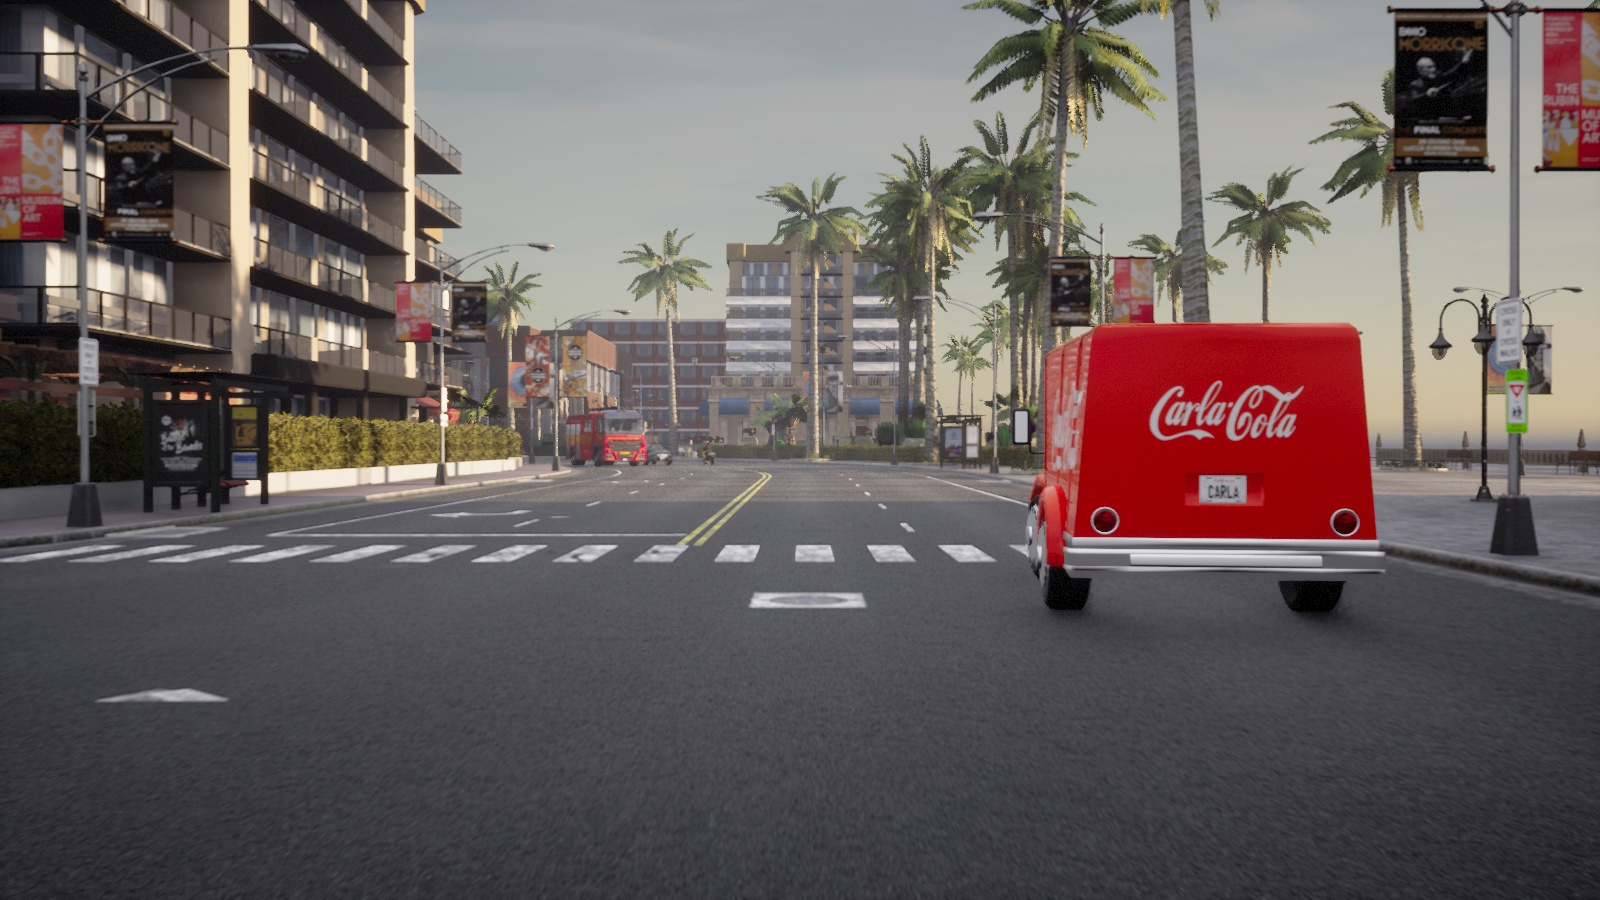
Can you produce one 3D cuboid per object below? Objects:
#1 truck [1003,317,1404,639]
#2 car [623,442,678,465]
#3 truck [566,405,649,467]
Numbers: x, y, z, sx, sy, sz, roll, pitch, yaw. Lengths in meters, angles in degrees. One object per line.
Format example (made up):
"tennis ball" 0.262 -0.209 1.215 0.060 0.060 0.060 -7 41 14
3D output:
"truck" 3.523 0.194 12.316 2.627 2.467 5.204 0 0 5
"car" -10.048 0.225 84.220 2.128 1.511 4.902 0 0 -27
"truck" -12.584 -0.882 81.415 2.891 3.827 8.468 0 0 -26
